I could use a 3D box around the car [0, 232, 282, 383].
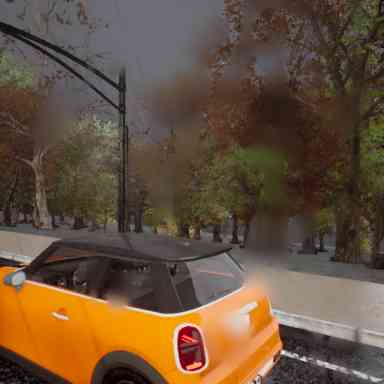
[{"bbox_3d":[-1.223,1.351,4.569,4.553,1.767,2.097,0,0,36],"label":"car"}]
